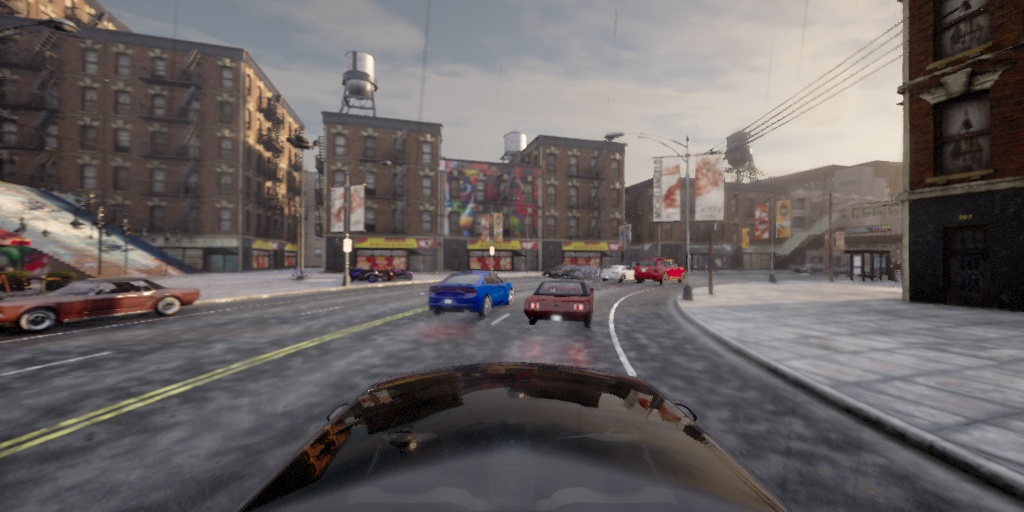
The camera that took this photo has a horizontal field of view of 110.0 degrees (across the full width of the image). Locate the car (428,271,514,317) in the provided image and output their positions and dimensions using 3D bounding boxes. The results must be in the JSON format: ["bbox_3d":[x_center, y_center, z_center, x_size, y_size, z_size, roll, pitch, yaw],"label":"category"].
[{"bbox_3d":[-1.347,1.306,13.724,1.882,1.535,5.008,0,0,16],"label":"car"}]

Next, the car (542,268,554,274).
[{"bbox_3d":[5.533,1.575,37.270,5.357,1.411,2.033,1,-1,-40],"label":"car"}]

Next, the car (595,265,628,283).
[{"bbox_3d":[9.568,1.530,31.242,4.674,1.442,1.812,1,-1,-42],"label":"car"}]

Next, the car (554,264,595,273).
[{"bbox_3d":[6.745,1.556,33.784,5.357,1.411,2.033,1,-1,-41],"label":"car"}]

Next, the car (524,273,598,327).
[{"bbox_3d":[1.778,1.432,11.989,1.895,1.301,4.718,0,0,14],"label":"car"}]

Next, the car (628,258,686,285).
[{"bbox_3d":[12.018,1.220,28.899,5.566,2.045,2.150,1,-1,-41],"label":"car"}]
